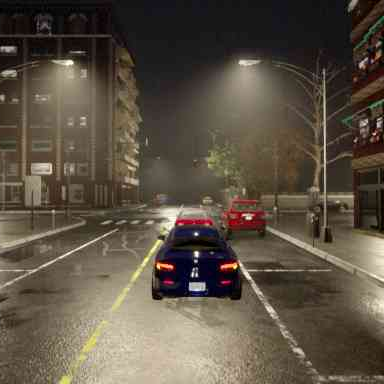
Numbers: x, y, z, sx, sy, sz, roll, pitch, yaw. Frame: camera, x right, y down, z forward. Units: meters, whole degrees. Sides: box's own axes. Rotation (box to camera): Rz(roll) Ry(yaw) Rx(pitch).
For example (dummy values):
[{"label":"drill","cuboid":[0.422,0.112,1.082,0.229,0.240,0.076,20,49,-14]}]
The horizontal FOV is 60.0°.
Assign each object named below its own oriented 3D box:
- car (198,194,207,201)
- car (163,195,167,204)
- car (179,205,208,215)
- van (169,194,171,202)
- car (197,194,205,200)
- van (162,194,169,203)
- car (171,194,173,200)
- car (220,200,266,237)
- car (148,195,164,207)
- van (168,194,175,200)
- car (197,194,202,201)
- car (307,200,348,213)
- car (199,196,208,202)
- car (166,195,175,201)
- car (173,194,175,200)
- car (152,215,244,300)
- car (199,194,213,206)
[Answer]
[{"label":"car","cuboid":[2.630,1.377,83.900,2.192,1.841,5.009,1,0,0]},{"label":"car","cuboid":[-5.729,1.616,56.207,1.802,1.307,4.206,1,0,0]},{"label":"car","cuboid":[0.084,1.608,17.990,1.895,1.301,4.718,0,0,0]},{"label":"van","cuboid":[-5.735,1.385,67.285,1.690,1.788,3.998,1,0,0]},{"label":"car","cuboid":[2.620,1.391,94.975,2.192,1.841,5.009,1,0,0]},{"label":"van","cuboid":[-5.729,1.380,61.746,1.690,1.788,3.998,1,0,0]},{"label":"car","cuboid":[-5.744,1.632,72.824,1.802,1.307,4.206,1,0,0]},{"label":"car","cuboid":[2.691,1.322,18.179,2.192,1.841,5.009,1,0,0]},{"label":"car","cuboid":[-5.723,1.612,50.670,1.802,1.307,4.206,1,0,0]},{"label":"van","cuboid":[-5.760,1.417,94.978,1.690,1.788,3.998,1,0,0]},{"label":"car","cuboid":[2.636,1.601,72.823,2.008,1.369,4.403,1,0,0]},{"label":"car","cuboid":[15.179,1.607,37.223,4.313,1.339,1.947,0,-1,0]},{"label":"car","cuboid":[2.631,1.622,78.362,1.947,1.339,4.313,1,0,0]},{"label":"car","cuboid":[-5.759,1.620,89.439,2.008,1.369,4.403,1,0,0]},{"label":"car","cuboid":[-5.749,1.606,78.362,2.008,1.369,4.403,1,0,0]},{"label":"car","cuboid":[0.094,1.528,8.246,1.812,1.442,4.674,0,0,0]},{"label":"car","cuboid":[2.652,1.560,56.379,1.752,1.417,4.829,1,0,0]}]
